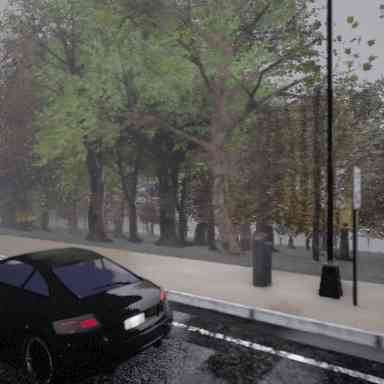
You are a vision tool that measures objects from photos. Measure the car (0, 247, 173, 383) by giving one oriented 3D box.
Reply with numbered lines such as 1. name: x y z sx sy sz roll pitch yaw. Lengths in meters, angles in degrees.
1. car: -2.353 1.619 5.362 4.181 1.385 1.994 -1 0 35
